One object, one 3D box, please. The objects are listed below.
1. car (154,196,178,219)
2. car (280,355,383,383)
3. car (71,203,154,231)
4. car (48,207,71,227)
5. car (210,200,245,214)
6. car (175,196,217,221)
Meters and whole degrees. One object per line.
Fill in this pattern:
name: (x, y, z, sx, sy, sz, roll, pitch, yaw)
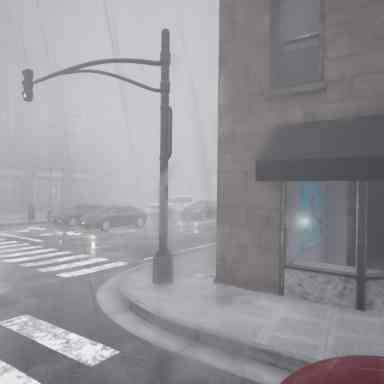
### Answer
car: (-1.771, 1.370, 31.647, 2.150, 2.045, 5.566, 1, 0, 35)
car: (2.417, 1.545, 1.229, 4.507, 1.381, 1.887, 0, 1, 35)
car: (-4.979, 1.615, 21.541, 1.837, 1.490, 4.892, 1, 0, 35)
car: (-7.630, 1.568, 23.420, 1.837, 1.490, 4.892, 1, 0, 35)
car: (4.365, 1.734, 40.237, 2.128, 1.511, 4.902, 1, 0, 36)
car: (0.924, 1.550, 29.822, 2.097, 1.767, 4.553, 1, 0, 36)
